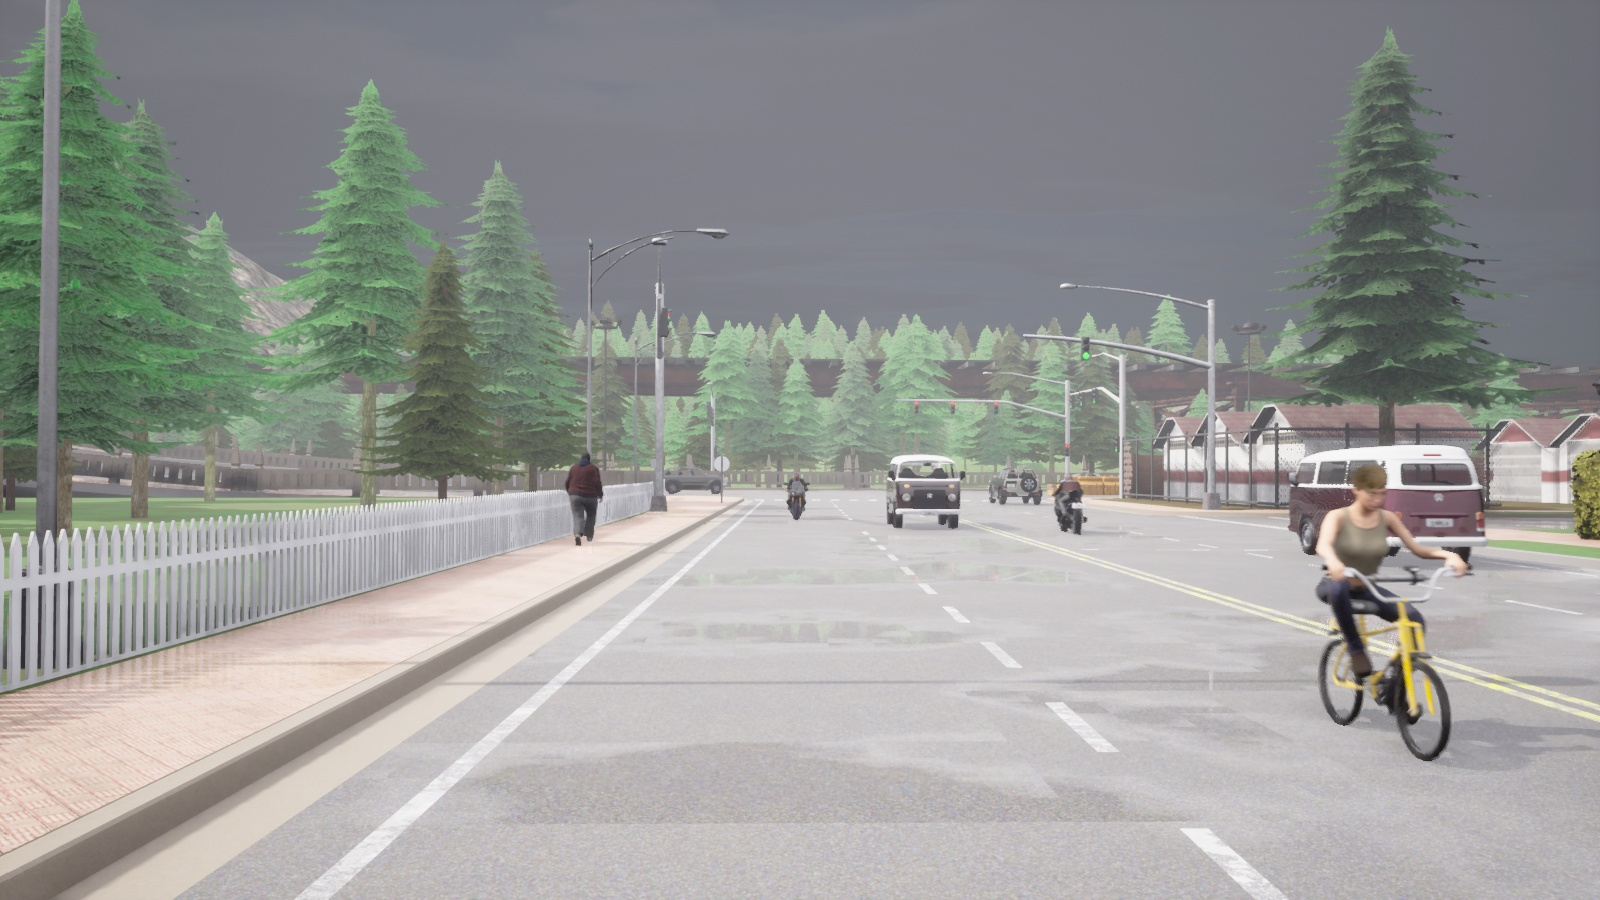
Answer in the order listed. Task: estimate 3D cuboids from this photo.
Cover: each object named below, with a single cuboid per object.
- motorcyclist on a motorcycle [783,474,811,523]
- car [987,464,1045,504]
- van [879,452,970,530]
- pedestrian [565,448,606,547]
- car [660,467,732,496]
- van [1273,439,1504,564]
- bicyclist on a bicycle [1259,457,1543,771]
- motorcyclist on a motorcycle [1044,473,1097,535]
[{"bbox_3d":[-0.100,1.529,40.516,0.866,1.530,2.191,0,-1,0],"label":"motorcyclist on a motorcycle"},{"bbox_3d":[10.351,1.604,60.516,1.932,1.855,4.605,0,-1,0],"label":"car"},{"bbox_3d":[3.412,1.113,35.145,2.069,2.038,4.480,0,-1,0],"label":"van"},{"bbox_3d":[-4.077,0.890,23.924,0.634,1.844,0.899,0,-1,0],"label":"pedestrian"},{"bbox_3d":[-6.789,2.037,82.285,4.605,1.855,1.932,0,-1,-2],"label":"car"},{"bbox_3d":[10.449,0.877,22.736,2.069,2.038,4.480,0,-1,0],"label":"van"},{"bbox_3d":[3.389,0.859,7.259,0.866,1.612,1.509,0,-1,-2],"label":"bicyclist on a bicycle"},{"bbox_3d":[6.920,1.362,32.268,0.866,1.530,2.191,0,-1,0],"label":"motorcyclist on a motorcycle"}]
